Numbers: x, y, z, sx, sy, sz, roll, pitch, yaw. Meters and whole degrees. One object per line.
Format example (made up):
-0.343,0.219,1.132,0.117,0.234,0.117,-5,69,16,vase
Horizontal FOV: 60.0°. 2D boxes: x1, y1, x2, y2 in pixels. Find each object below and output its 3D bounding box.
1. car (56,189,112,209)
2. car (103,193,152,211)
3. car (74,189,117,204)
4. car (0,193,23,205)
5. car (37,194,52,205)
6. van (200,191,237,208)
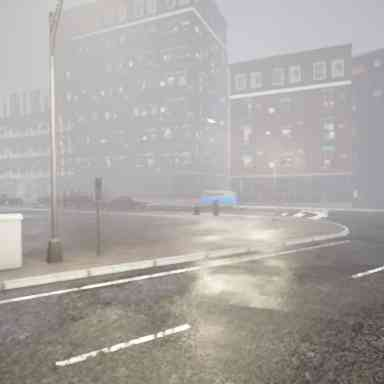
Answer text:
-10.844,0.712,33.155,5.009,1.841,2.192,1,0,24,car
-5.697,1.048,30.877,4.206,1.307,1.802,1,0,24,car
-12.513,0.540,43.055,5.009,1.841,2.192,1,0,24,car
-21.155,0.799,37.711,4.507,1.381,1.887,1,0,24,car
-15.304,0.891,37.948,4.718,1.301,1.895,1,1,24,car
2.940,0.774,36.223,3.998,1.788,1.690,1,0,24,van
